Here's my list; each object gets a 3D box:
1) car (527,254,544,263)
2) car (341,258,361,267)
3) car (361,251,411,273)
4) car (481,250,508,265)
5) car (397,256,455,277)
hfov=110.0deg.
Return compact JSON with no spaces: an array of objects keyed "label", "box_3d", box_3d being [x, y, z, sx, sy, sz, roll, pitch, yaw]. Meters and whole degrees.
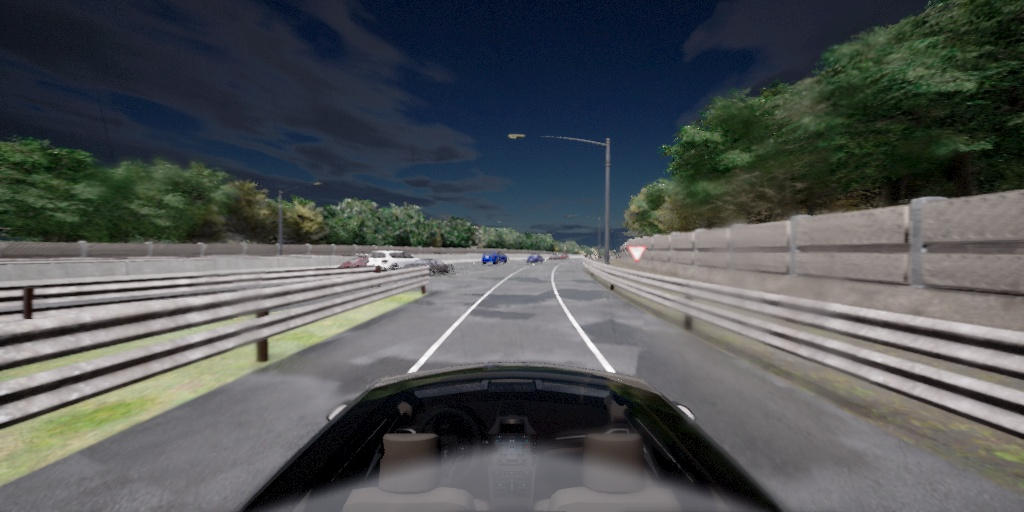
[{"label":"car","box_3d":[3.778,0.420,57.396,1.812,1.442,4.674,0,1,21]},{"label":"car","box_3d":[-13.400,0.848,32.760,1.812,1.442,4.674,0,1,21]},{"label":"car","box_3d":[-10.134,0.562,31.496,2.150,2.045,5.566,0,1,21]},{"label":"car","box_3d":[-2.410,0.234,51.252,2.150,2.045,5.566,-1,1,21]},{"label":"car","box_3d":[-6.881,0.920,30.207,2.033,1.411,5.357,1,1,21]}]
